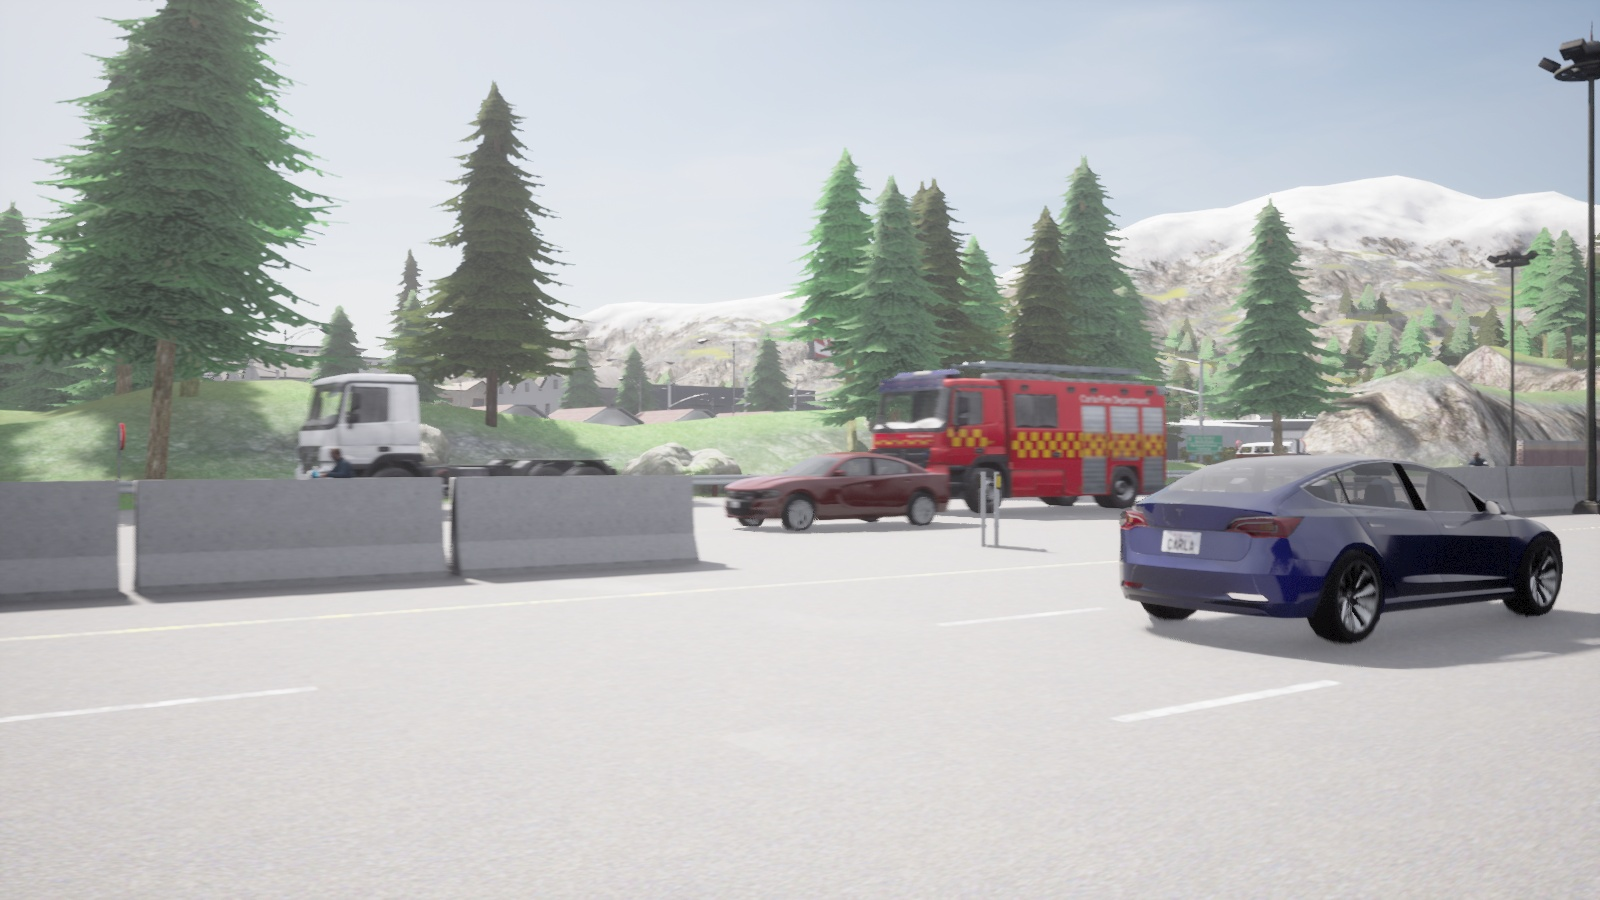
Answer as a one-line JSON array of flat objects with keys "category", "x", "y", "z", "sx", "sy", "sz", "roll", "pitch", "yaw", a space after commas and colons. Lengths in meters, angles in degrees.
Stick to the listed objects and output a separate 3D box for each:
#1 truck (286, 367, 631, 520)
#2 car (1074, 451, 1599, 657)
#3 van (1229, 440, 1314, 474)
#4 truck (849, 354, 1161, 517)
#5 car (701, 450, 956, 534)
[{"category": "truck", "x": -8.507, "y": -0.141, "z": 31.854, "sx": 7.936, "sy": 3.462, "sz": 2.891, "roll": 0, "pitch": 0, "yaw": -35}, {"category": "car", "x": 4.962, "y": 0.762, "z": 11.376, "sx": 4.792, "sy": 1.488, "sz": 2.163, "roll": 0, "pitch": 0, "yaw": -35}, {"category": "van", "x": 29.130, "y": 0.401, "z": 77.691, "sx": 2.069, "sy": 2.038, "sz": 4.480, "roll": 0, "pitch": 0, "yaw": -35}, {"category": "truck", "x": 5.561, "y": -0.352, "z": 33.118, "sx": 8.468, "sy": 3.827, "sz": 2.891, "roll": 0, "pitch": 0, "yaw": -35}, {"category": "car", "x": 0.641, "y": 0.783, "z": 25.426, "sx": 5.008, "sy": 1.535, "sz": 1.882, "roll": 0, "pitch": 0, "yaw": -35}]
